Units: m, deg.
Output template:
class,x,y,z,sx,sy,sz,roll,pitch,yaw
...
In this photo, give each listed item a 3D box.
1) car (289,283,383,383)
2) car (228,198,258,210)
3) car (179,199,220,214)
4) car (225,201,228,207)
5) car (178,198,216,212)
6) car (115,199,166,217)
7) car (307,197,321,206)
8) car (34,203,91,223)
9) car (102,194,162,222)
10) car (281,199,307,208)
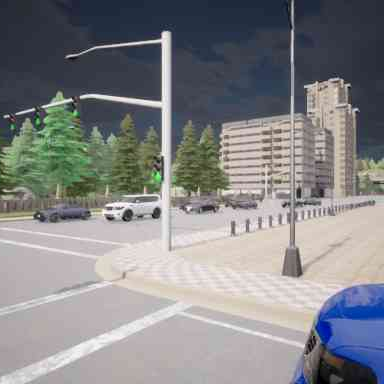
class,x,y,z,sx,sy,sz,roll,pitch,yaw
car,3.350,1.221,1.577,5.566,2.045,2.150,0,0,36
car,6.931,1.564,43.390,1.994,1.385,4.181,0,0,36
car,1.106,1.491,35.247,2.128,1.511,4.902,0,0,36
car,6.511,1.564,48.799,1.994,1.385,4.181,0,0,36
car,0.688,1.547,40.689,2.033,1.411,5.357,0,0,36
car,-4.988,1.491,32.732,2.128,1.511,4.902,0,0,35
car,20.214,1.564,55.688,1.994,1.385,4.181,0,0,35
car,-9.950,1.564,25.771,1.994,1.385,4.181,0,0,35
car,-4.657,1.221,27.166,2.150,2.045,5.566,0,0,35
car,14.431,1.601,47.576,1.895,1.301,4.718,0,0,35
